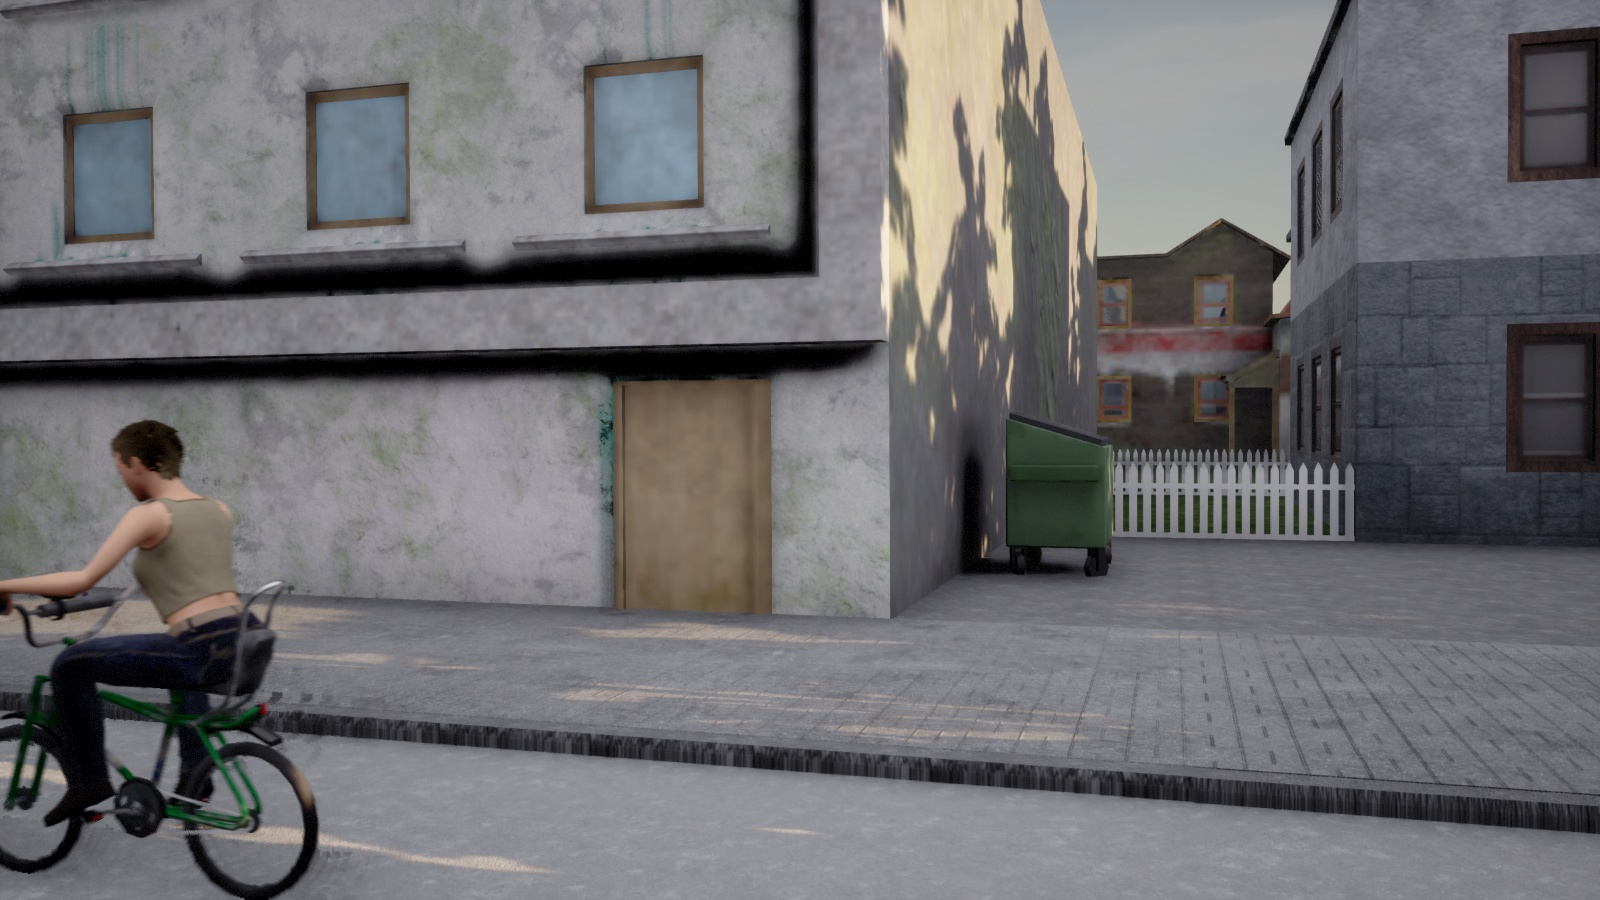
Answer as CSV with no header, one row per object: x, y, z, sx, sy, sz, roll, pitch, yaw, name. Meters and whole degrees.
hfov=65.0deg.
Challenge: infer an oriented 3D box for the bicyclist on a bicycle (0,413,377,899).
-2.380,0.685,4.342,1.509,1.612,0.866,0,1,16,bicyclist on a bicycle
